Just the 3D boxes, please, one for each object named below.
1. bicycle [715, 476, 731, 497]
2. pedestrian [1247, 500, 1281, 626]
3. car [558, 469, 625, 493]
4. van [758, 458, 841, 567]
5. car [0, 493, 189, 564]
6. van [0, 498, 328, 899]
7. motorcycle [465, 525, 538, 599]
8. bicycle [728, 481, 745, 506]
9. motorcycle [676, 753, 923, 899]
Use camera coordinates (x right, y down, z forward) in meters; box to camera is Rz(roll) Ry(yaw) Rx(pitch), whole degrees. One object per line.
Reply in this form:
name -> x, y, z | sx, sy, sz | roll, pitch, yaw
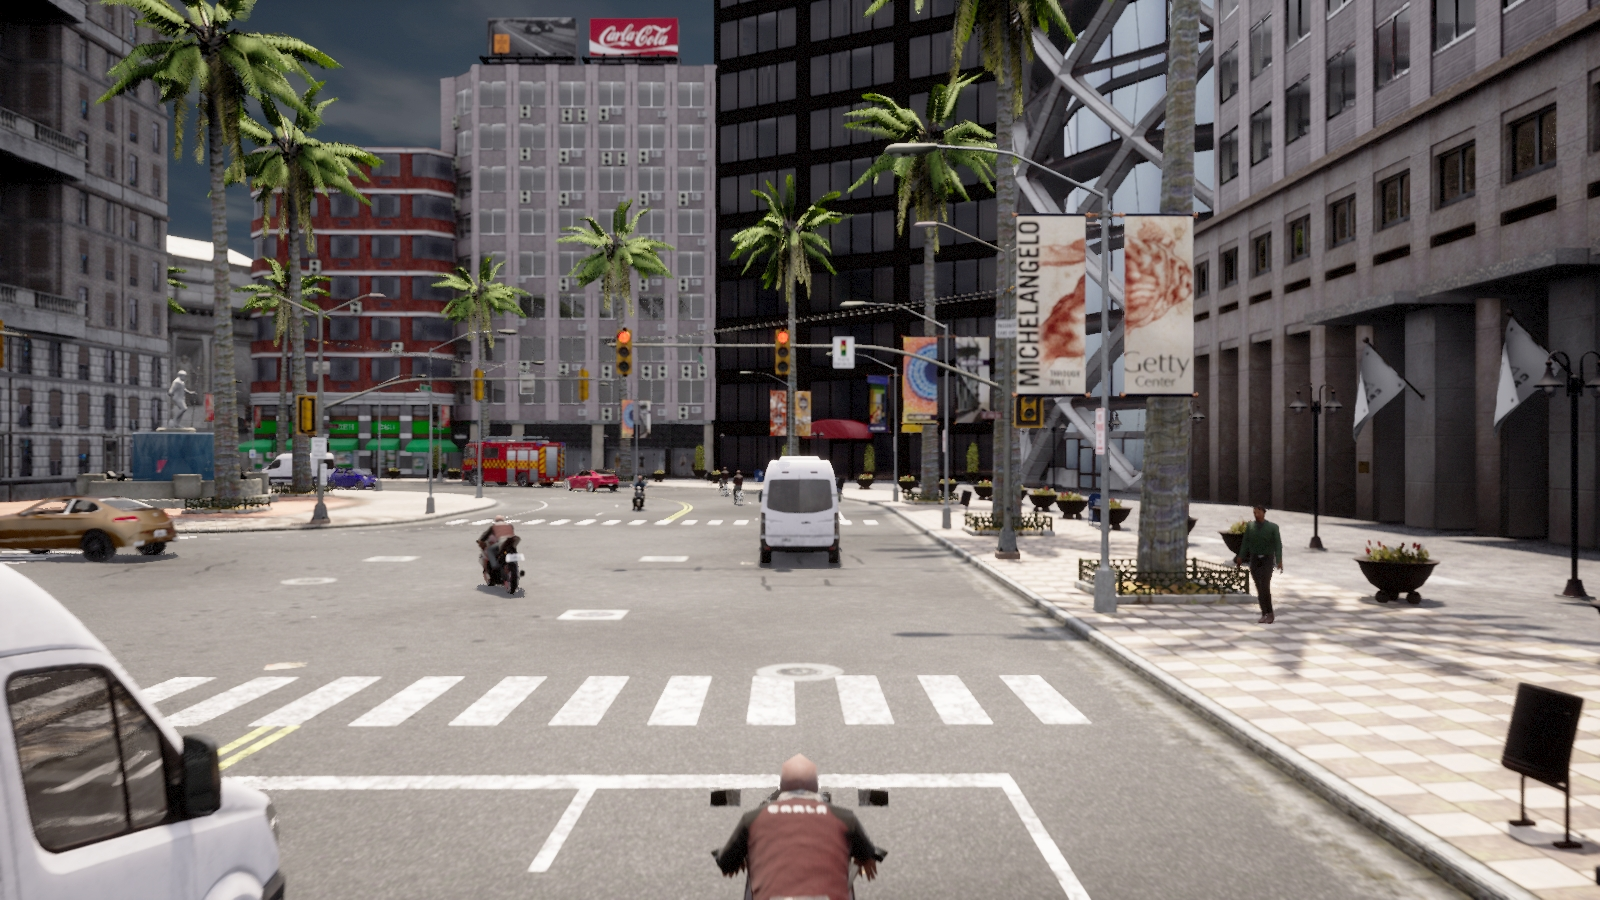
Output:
bicycle -> -4.675, 2.210, 69.583 | 0.329, 1.171, 1.835 | 0, 0, -25
pedestrian -> 7.044, 1.696, 17.344 | 0.375, 1.860, 0.375 | 0, 0, 41
car -> -14.117, 2.061, 77.222 | 2.231, 1.480, 4.892 | 0, 0, -42
van -> -0.009, 1.535, 30.514 | 1.988, 2.561, 5.915 | 0, 0, 0
car -> -18.912, 1.992, 29.696 | 5.027, 1.651, 2.152 | 0, 0, 8
van -> -3.508, 1.534, 3.126 | 1.988, 2.561, 5.915 | 0, 0, 0
motorcycle -> -6.006, 2.205, 22.901 | 0.867, 1.251, 2.209 | 0, 0, -30
bicycle -> -3.232, 2.210, 58.356 | 0.329, 1.171, 1.835 | 0, 0, -21
motorcycle -> -0.002, 2.205, 4.845 | 0.867, 1.251, 2.209 | 0, 0, 0
